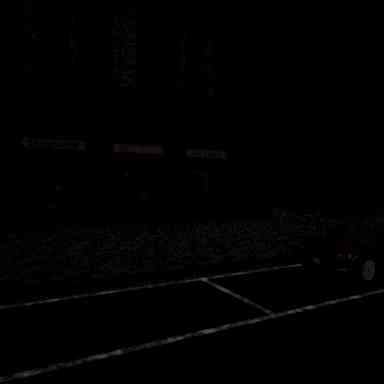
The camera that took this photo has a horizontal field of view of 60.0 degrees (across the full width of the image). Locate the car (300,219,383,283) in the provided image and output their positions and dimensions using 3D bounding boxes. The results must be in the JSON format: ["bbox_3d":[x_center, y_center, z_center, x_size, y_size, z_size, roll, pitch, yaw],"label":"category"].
[{"bbox_3d":[4.983,1.419,9.125,4.507,1.381,1.887,0,1,-29],"label":"car"}]
